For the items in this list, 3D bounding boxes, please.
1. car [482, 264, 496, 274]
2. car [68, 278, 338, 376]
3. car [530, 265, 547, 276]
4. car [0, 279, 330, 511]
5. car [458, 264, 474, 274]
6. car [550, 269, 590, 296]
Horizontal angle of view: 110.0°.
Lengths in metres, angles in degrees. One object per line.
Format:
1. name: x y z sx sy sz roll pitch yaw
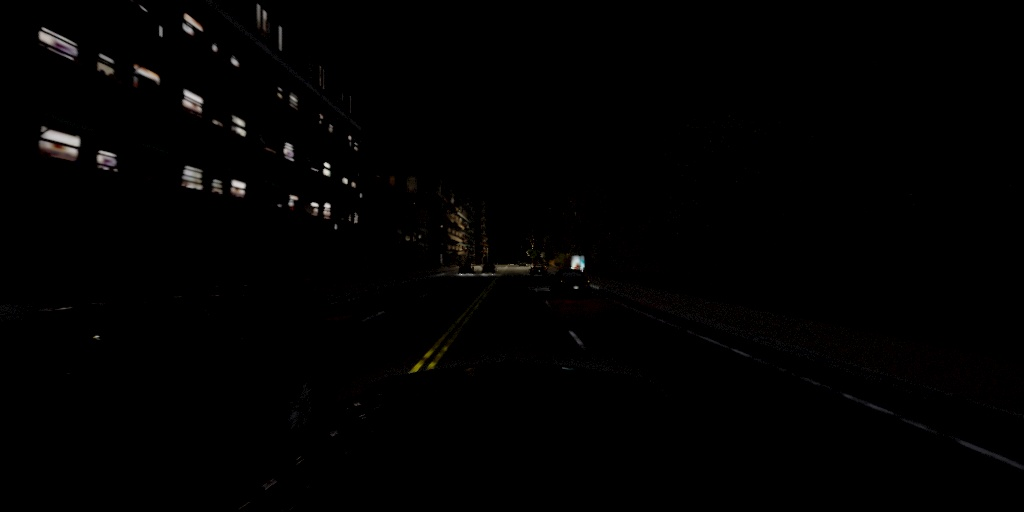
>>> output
1. car: -3.323 1.859 52.158 2.033 1.411 5.357 0 -1 0
2. car: -6.598 1.376 8.836 2.033 1.411 5.357 0 -1 0
3. car: 3.347 1.806 45.855 1.994 1.385 4.181 0 -1 0
4. car: -3.348 1.108 2.339 2.097 1.767 4.553 0 -1 0
5. car: -6.570 1.858 52.137 2.033 1.411 5.357 0 -1 0
6. car: 3.351 1.491 21.078 1.812 1.442 4.674 0 -1 0
